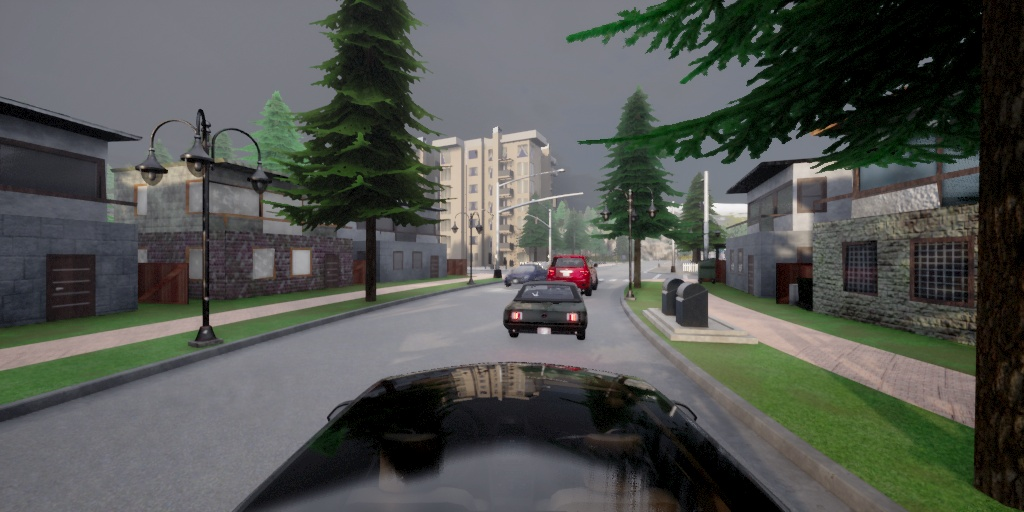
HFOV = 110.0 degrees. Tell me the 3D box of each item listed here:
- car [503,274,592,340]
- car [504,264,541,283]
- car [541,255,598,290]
[{"bbox_3d":[1.076,1.351,10.025,1.895,1.301,4.718,0,0,9],"label":"car"},{"bbox_3d":[1.059,1.275,23.947,1.812,1.442,4.674,0,0,22],"label":"car"},{"bbox_3d":[3.379,0.971,19.519,2.150,2.045,5.566,0,0,18],"label":"car"}]
